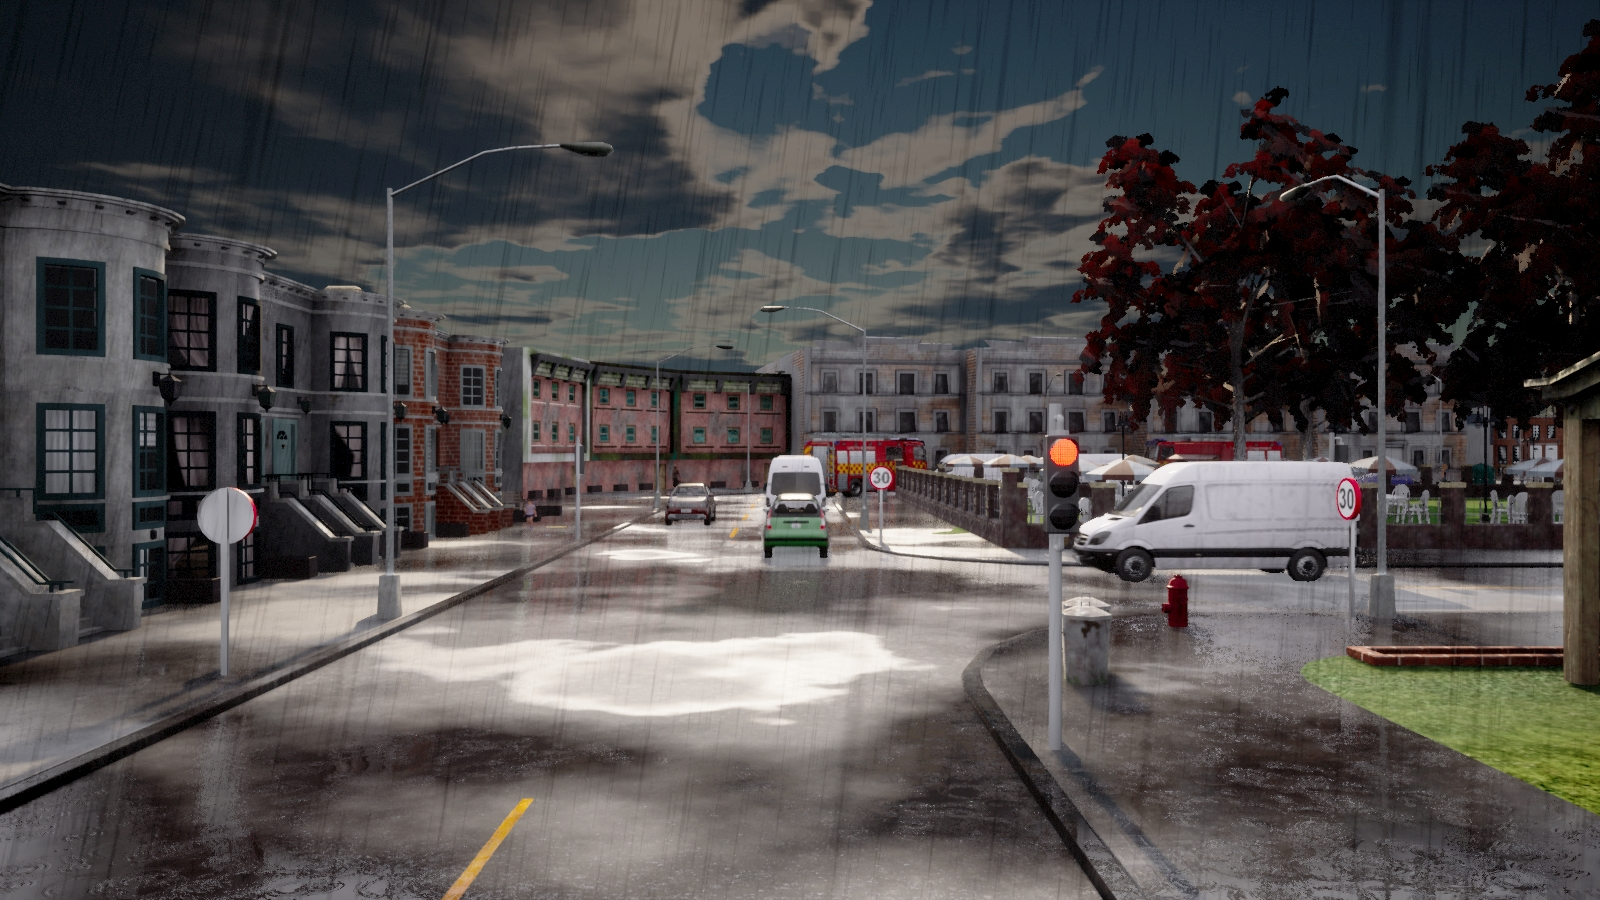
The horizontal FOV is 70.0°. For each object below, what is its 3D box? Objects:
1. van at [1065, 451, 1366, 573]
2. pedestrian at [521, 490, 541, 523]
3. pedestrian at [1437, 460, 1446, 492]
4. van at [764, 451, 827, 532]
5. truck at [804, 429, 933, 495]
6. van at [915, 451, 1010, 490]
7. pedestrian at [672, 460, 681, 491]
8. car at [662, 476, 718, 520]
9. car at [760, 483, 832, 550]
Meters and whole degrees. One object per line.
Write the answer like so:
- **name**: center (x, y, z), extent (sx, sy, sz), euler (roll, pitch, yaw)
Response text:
- **van**: center (9.034, 1.315, 25.192), extent (5.915, 2.561, 1.988), euler (0, 0, 0)
- **pedestrian**: center (-9.059, 1.904, 38.491), extent (0.500, 1.100, 0.500), euler (0, 0, 6)
- **pedestrian**: center (37.176, 1.524, 66.228), extent (0.375, 1.860, 0.375), euler (0, 0, 17)
- **van**: center (-0.147, 1.315, 39.074), extent (1.988, 2.561, 5.915), euler (0, 0, 0)
- **truck**: center (4.295, 0.672, 70.228), extent (8.468, 3.827, 2.891), euler (0, 0, -43)
- **van**: center (10.550, 1.314, 74.428), extent (5.915, 2.561, 1.988), euler (0, 0, 0)
- **pedestrian**: center (-7.433, 1.525, 68.679), extent (0.375, 1.860, 0.375), euler (0, 0, 30)
- **car**: center (-4.154, 1.806, 43.645), extent (1.789, 1.549, 3.705), euler (0, 0, 0)
- **car**: center (-0.115, 1.779, 31.532), extent (1.851, 1.617, 3.988), euler (0, 0, 0)
